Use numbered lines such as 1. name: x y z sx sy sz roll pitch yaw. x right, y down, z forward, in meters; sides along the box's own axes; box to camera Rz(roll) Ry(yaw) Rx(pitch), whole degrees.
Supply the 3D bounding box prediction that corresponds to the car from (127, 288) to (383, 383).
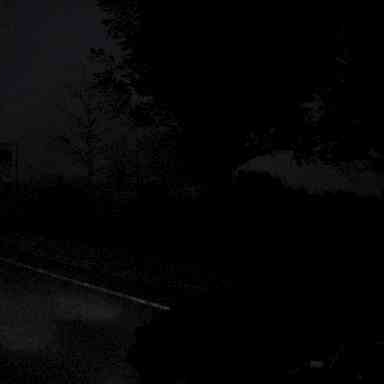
1. car: 1.650 1.608 2.902 4.718 1.301 1.895 0 0 36
